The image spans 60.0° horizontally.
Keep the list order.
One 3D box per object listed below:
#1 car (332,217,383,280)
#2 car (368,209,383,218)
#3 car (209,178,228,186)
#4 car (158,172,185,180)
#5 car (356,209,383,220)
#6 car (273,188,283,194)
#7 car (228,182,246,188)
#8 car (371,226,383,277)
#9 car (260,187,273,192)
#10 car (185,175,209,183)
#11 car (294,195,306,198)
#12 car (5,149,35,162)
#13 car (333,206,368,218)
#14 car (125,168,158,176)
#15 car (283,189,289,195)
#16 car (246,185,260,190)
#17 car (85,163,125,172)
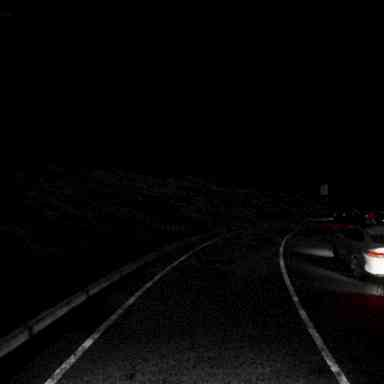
[{"bbox_3d":[5.714,1.764,10.372,1.812,1.442,4.674,1,-1,12],"label":"car"},{"bbox_3d":[22.436,2.888,41.094,4.181,1.385,1.994,3,-4,-41],"label":"car"},{"bbox_3d":[3.816,-1.676,60.210,2.185,1.767,4.553,-2,-6,44],"label":"car"},{"bbox_3d":[-3.981,-2.303,52.373,4.674,1.452,2.002,6,-6,-43],"label":"car"},{"bbox_3d":[26.386,3.278,49.210,5.008,1.535,1.882,3,-4,-41],"label":"car"},{"bbox_3d":[18.451,-0.014,76.953,2.185,1.767,4.553,-2,-6,39],"label":"car"},{"bbox_3d":[7.701,-1.105,64.383,2.163,1.488,4.792,-2,-6,43],"label":"car"},{"bbox_3d":[4.786,1.617,4.912,1.801,1.575,5.366,1,0,7],"label":"car"},{"bbox_3d":[14.889,-0.328,72.595,2.231,1.521,4.892,-2,-5,40],"label":"car"},{"bbox_3d":[-0.033,-1.948,56.255,5.008,1.535,2.097,6,-6,-44],"label":"car"},{"bbox_3d":[28.414,1.598,90.201,2.002,1.452,4.674,-1,-6,35],"label":"car"},{"bbox_3d":[-20.184,-3.913,37.565,4.553,1.767,2.185,5,-5,-42],"label":"car"},{"bbox_3d":[16.047,2.309,33.905,2.097,1.767,4.553,-2,-3,39],"label":"car"},{"bbox_3d":[-8.009,-2.729,48.581,4.892,1.521,2.231,5,-5,-42],"label":"car"},{"bbox_3d":[21.917,0.323,81.354,2.435,2.045,5.566,-2,-6,38],"label":"car"},{"bbox_3d":[11.371,-0.690,68.486,2.002,1.452,4.674,-2,-6,42],"label":"car"},{"bbox_3d":[-12.089,-3.093,44.880,4.892,1.521,2.231,5,-5,-42],"label":"car"}]
